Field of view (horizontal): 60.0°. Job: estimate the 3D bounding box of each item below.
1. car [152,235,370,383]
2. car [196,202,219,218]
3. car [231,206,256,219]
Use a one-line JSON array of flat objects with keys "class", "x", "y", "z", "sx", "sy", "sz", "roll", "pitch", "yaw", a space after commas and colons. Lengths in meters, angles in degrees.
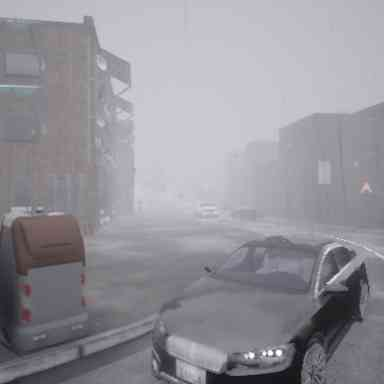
[{"class": "car", "x": 1.457, "y": 1.517, "z": 5.229, "sx": 2.128, "sy": 1.511, "sz": 4.902, "roll": 0, "pitch": 0, "yaw": 37}, {"class": "car", "x": 1.945, "y": 2.328, "z": 44.098, "sx": 2.150, "sy": 2.045, "sz": 5.566, "roll": 0, "pitch": -1, "yaw": -9}, {"class": "car", "x": 5.965, "y": 2.377, "z": 39.088, "sx": 1.882, "sy": 1.535, "sz": 5.008, "roll": -1, "pitch": -3, "yaw": -9}]
